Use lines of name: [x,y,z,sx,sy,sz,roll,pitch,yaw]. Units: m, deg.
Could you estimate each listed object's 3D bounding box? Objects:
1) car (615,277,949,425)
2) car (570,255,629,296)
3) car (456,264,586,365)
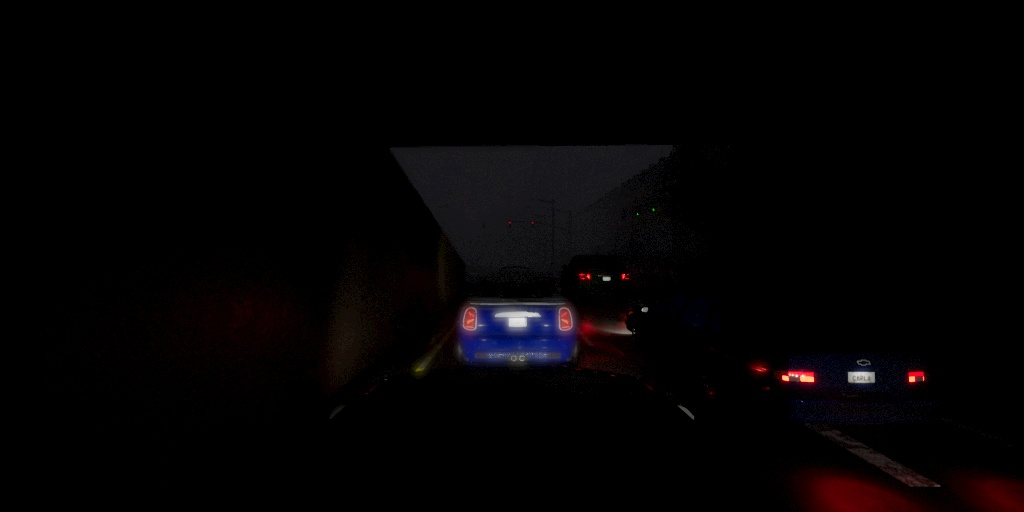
car: [3.611,1.297,6.208,2.033,1.411,5.357,0,0,0]
car: [3.646,0.971,16.454,2.150,2.045,5.566,0,0,0]
car: [0.107,1.102,7.979,2.097,1.767,4.553,0,0,0]
